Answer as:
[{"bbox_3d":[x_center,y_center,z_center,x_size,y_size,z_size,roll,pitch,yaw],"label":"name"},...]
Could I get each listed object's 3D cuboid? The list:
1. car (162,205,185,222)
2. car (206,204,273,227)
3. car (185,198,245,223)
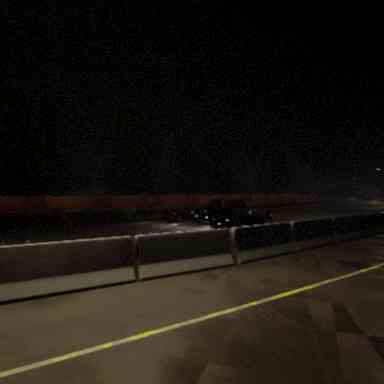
[{"bbox_3d":[-0.451,1.877,30.484,5.008,1.535,1.882,1,-1,-41],"label":"car"},{"bbox_3d":[3.902,1.838,24.997,5.357,1.411,2.033,0,-1,-41],"label":"car"},{"bbox_3d":[2.430,1.573,28.348,5.566,2.045,2.150,1,-1,-42],"label":"car"}]
